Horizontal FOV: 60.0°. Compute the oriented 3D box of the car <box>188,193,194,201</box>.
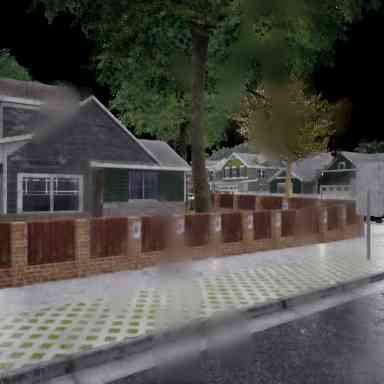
[{"bbox_3d":[-0.178,0.881,40.106,1.812,1.442,4.674,0,1,-32],"label":"car"}]

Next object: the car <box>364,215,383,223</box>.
[{"bbox_3d":[10.762,1.361,22.637,1.895,1.301,4.718,0,1,-32],"label":"car"}]
